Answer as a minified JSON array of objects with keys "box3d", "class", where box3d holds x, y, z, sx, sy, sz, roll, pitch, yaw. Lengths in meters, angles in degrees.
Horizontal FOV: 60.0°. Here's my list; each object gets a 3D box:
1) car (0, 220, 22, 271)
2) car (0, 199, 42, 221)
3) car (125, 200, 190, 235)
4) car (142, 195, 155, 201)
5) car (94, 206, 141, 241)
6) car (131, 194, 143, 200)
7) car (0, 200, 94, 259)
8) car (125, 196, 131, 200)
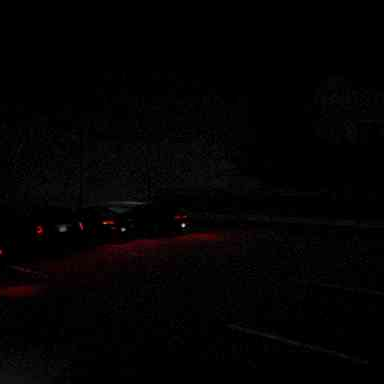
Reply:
[{"box3d":[-7.045,1.491,8.976,5.357,1.411,2.033,0,0,36],"class":"car"},{"box3d":[-14.593,1.350,26.700,4.902,1.511,2.128,0,0,29],"class":"car"},{"box3d":[-2.404,1.440,18.573,4.892,1.490,1.837,1,0,36],"class":"car"},{"box3d":[-6.588,1.381,63.247,1.895,1.301,4.718,0,0,36],"class":"car"},{"box3d":[-4.910,1.457,16.069,4.674,1.442,1.812,0,0,36],"class":"car"},{"box3d":[-9.052,1.240,65.776,1.882,1.535,5.008,0,0,36],"class":"car"},{"box3d":[-6.145,1.288,12.639,4.553,1.767,2.097,0,0,36],"class":"car"},{"box3d":[-11.592,1.222,68.209,1.882,1.535,5.008,0,0,36],"class":"car"}]
